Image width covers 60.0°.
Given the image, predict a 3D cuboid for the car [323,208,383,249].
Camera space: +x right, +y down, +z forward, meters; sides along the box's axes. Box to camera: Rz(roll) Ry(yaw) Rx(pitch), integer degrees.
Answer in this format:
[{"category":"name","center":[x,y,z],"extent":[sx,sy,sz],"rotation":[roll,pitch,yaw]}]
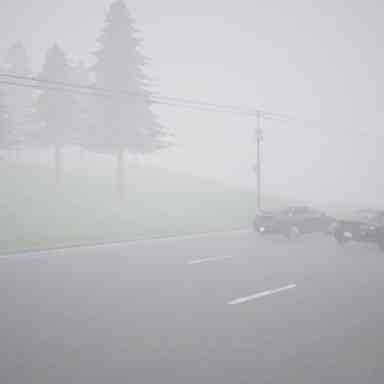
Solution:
[{"category":"car","center":[7.660,1.369,13.638],"extent":[4.674,1.442,1.812],"rotation":[-1,1,-35]}]

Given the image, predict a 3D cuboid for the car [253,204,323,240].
[{"category":"car","center":[5.079,1.357,16.102],"extent":[4.892,1.490,1.837],"rotation":[-1,1,-35]}]
